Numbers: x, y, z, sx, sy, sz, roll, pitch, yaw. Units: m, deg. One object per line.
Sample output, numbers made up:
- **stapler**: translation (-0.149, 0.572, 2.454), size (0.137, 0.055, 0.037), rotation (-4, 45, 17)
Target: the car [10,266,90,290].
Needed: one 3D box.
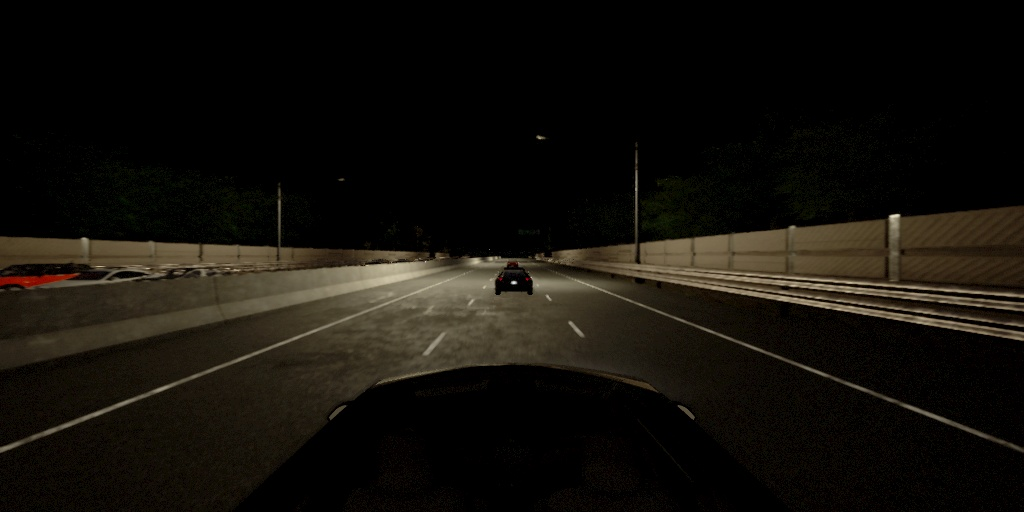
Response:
- **car**: translation (-17.590, 1.273, 15.602), size (1.812, 1.442, 4.674), rotation (0, 0, 0)

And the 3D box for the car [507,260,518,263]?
- **car**: translation (0.101, 1.312, 61.862), size (1.895, 1.301, 4.718), rotation (0, 0, 0)

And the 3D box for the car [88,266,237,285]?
- **car**: translation (-14.092, 1.239, 15.330), size (2.128, 1.511, 4.902), rotation (0, 0, 0)

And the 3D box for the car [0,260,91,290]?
- **car**: translation (-21.087, 1.099, 15.779), size (2.097, 1.767, 4.553), rotation (0, 0, 0)

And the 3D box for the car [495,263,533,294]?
- **car**: translation (0.100, 1.309, 20.026), size (1.994, 1.385, 4.181), rotation (0, 0, 0)

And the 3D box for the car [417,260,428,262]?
- **car**: translation (-14.027, 1.279, 56.915), size (1.994, 1.385, 4.181), rotation (0, 0, 1)

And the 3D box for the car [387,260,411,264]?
- **car**: translation (-17.523, 1.265, 57.052), size (2.033, 1.411, 5.357), rotation (0, 0, 1)

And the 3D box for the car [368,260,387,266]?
- **car**: translation (-21.012, 1.265, 56.768), size (2.033, 1.411, 5.357), rotation (0, 0, 0)
